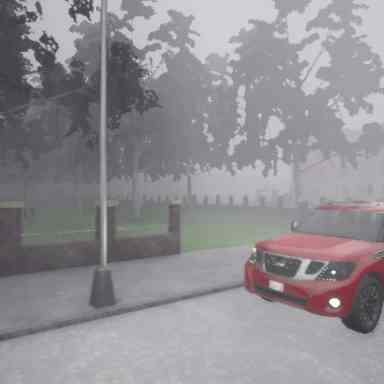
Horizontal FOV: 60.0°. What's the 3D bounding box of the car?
[{"bbox_3d":[3.665,1.246,7.220,5.566,2.045,2.150,0,0,-36],"label":"car"}]
